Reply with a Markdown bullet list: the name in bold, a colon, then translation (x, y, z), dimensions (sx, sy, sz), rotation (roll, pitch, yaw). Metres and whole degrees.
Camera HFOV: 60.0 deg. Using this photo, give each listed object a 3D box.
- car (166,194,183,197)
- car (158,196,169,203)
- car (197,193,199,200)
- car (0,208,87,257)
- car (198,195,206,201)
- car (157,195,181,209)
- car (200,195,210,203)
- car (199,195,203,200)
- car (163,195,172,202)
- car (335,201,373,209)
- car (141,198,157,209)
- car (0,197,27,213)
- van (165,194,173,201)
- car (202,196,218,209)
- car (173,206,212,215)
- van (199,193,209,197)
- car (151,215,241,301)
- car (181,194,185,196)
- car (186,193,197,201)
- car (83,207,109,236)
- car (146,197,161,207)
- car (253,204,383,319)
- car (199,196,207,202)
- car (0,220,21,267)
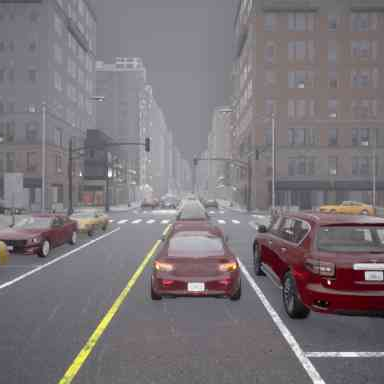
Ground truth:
- **car**: translation (-3.098, 1.561, 55.315), dimensions (2.033, 1.411, 5.357), rotation (0, 0, 0)
- **car**: translation (-5.862, 1.601, 68.247), dimensions (1.802, 1.307, 4.206), rotation (1, 0, 0)
- **car**: translation (2.666, 1.335, 68.241), dimensions (2.192, 1.841, 5.009), rotation (1, 0, 0)
- **car**: translation (-5.851, 1.547, 12.911), dimensions (1.887, 1.381, 4.507), rotation (1, 0, 0)
- **car**: translation (2.659, 1.599, 90.934), dimensions (1.947, 1.339, 4.313), rotation (1, 0, 0)
- **car**: translation (-3.092, 1.502, 45.462), dimensions (2.128, 1.511, 4.902), rotation (0, 0, 1)
- **car**: translation (2.666, 1.594, 51.221), dimensions (1.802, 1.307, 4.206), rotation (1, 0, 0)
- **car**: translation (2.665, 1.597, 56.894), dimensions (1.802, 1.307, 4.206), rotation (1, 0, 0)
- **car**: translation (-5.863, 1.466, 79.592), dimensions (1.967, 1.590, 4.097), rotation (1, 0, 0)
- **car**: translation (15.118, 1.642, 32.745), dimensions (5.008, 1.535, 1.882), rotation (0, -1, 1)
- **car**: translation (-5.858, 1.555, 45.555), dimensions (1.887, 1.381, 4.507), rotation (1, 0, 0)
- **car**: translation (-17.266, 1.198, 29.723), dimensions (4.553, 1.767, 2.097), rotation (1, -1, 0)
- **van**: translation (-5.863, 1.371, 85.265), dimensions (1.690, 1.788, 3.998), rotation (1, 0, 0)
- **car**: translation (2.668, 1.593, 45.548), dimensions (1.802, 1.307, 4.206), rotation (1, 0, 0)
- **car**: translation (0.060, 1.605, 17.413), dimensions (1.895, 1.301, 4.718), rotation (0, 0, 0)
- **van**: translation (2.667, 1.358, 62.568), dimensions (1.690, 1.788, 3.998), rotation (1, 0, 0)
- **car**: translation (0.084, 1.528, 8.235), dimensions (1.812, 1.442, 4.674), rotation (0, 0, 0)
- **car**: translation (-3.043, 1.566, 65.744), dimensions (2.033, 1.411, 5.357), rotation (0, 0, 1)
- **car**: translation (-0.015, 1.570, 85.281), dimensions (2.033, 1.411, 5.357), rotation (0, 0, 0)
- **car**: translation (-5.852, 1.529, 18.365), dimensions (1.752, 1.417, 4.829), rotation (1, 0, 0)
- **car**: translation (-5.859, 1.557, 51.228), dimensions (1.887, 1.381, 4.507), rotation (1, 0, 0)
- **car**: translation (2.678, 1.317, 7.279), dimensions (2.192, 1.841, 5.009), rotation (1, 0, 0)
- **car**: translation (2.661, 1.608, 79.588), dimensions (1.802, 1.307, 4.206), rotation (1, 0, 0)
- **car**: translation (-5.850, 1.527, 7.116), dimensions (1.752, 1.417, 4.829), rotation (1, 0, 0)
